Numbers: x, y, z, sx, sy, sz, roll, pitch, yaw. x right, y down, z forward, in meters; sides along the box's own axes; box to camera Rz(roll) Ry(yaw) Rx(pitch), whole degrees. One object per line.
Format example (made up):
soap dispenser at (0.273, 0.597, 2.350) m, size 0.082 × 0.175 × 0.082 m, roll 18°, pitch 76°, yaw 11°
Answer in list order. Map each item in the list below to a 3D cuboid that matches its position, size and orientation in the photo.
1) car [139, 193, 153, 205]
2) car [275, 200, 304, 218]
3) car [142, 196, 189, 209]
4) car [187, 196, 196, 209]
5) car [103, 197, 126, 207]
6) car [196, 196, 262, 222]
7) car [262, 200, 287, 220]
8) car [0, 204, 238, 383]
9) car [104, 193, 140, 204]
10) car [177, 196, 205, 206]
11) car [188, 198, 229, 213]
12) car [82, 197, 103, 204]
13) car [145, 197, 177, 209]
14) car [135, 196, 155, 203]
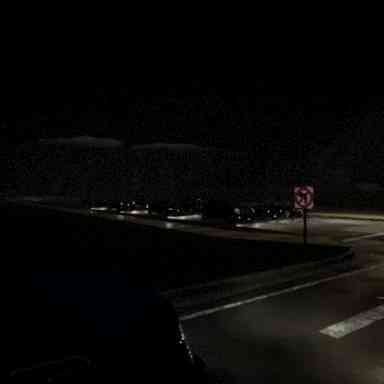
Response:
car at (-6.180, 1.195, 43.270) m, size 2.150 × 2.045 × 5.566 m, roll 0°, pitch 0°, yaw -36°
car at (7.912, 1.460, 29.907) m, size 2.128 × 1.511 × 4.902 m, roll 0°, pitch 0°, yaw -36°
car at (-2.710, 1.483, 32.568) m, size 1.837 × 1.490 × 4.892 m, roll 0°, pitch 0°, yaw -36°
car at (-0.269, 1.465, 35.159) m, size 2.128 × 1.511 × 4.902 m, roll 0°, pitch 0°, yaw -36°
car at (-12.072, 1.537, 51.474) m, size 1.994 × 1.385 × 4.181 m, roll 0°, pitch 0°, yaw -35°
car at (2.689, 1.330, 25.190) m, size 2.097 × 1.767 × 4.553 m, roll 0°, pitch 0°, yaw -36°
car at (5.198, 1.574, 27.687) m, size 1.895 × 1.301 × 4.718 m, roll 0°, pitch 0°, yaw -36°
car at (-2.531, 1.223, 1.939) m, size 5.566 × 2.045 × 2.150 m, roll 0°, pitch 0°, yaw -36°
car at (-8.617, 1.330, 40.666) m, size 2.097 × 1.767 × 4.553 m, roll 0°, pitch 0°, yaw -36°
car at (-0.209, 1.448, 54.954) m, size 2.128 × 1.511 × 4.902 m, roll 0°, pitch 0°, yaw -36°
car at (1.774, 1.460, 38.295) m, size 2.128 × 1.511 × 4.902 m, roll 0°, pitch 0°, yaw -36°
car at (-14.721, 1.455, 49.153) m, size 1.882 × 1.535 × 5.008 m, roll 0°, pitch 0°, yaw -35°
car at (-4.451, 1.516, 46.839) m, size 2.033 × 1.411 × 5.357 m, roll 0°, pitch 0°, yaw -36°
car at (-9.610, 1.559, 67.813) m, size 1.895 × 1.301 × 4.718 m, roll 0°, pitch 0°, yaw -36°
